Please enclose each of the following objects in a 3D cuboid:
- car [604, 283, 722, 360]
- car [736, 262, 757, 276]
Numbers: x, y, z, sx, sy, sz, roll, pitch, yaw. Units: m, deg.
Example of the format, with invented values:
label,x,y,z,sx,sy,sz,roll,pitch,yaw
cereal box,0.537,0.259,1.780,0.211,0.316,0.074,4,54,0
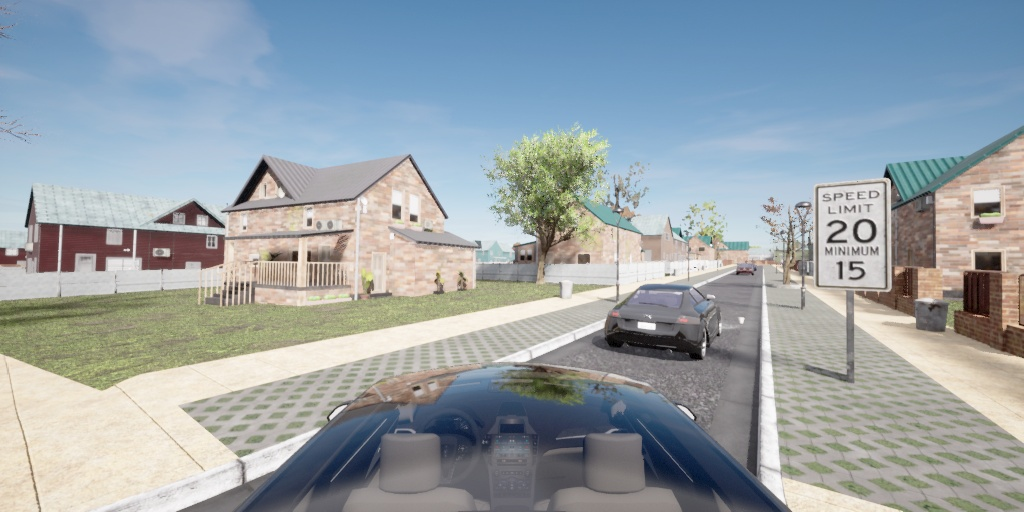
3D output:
label,x,y,z,sx,sy,sz,roll,pitch,yaw
car,3.802,1.359,8.704,1.994,1.385,4.181,0,0,35
car,28.797,1.631,44.231,2.033,1.411,5.357,0,0,35
